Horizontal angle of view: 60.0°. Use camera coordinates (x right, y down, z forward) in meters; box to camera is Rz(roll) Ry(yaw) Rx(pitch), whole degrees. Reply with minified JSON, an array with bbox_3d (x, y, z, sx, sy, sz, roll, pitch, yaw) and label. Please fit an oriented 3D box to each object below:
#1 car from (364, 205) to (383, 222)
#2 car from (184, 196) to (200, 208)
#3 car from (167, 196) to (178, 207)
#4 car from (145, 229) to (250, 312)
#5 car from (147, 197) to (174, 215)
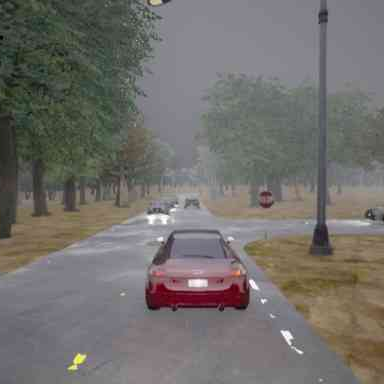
[{"bbox_3d":[13.895,1.330,22.252,4.181,1.385,1.994,-1,1,2],"label":"car"},{"bbox_3d":[-0.006,1.370,44.593,1.837,1.490,4.892,0,0,0],"label":"car"},{"bbox_3d":[-3.211,1.374,44.306,1.837,1.490,4.892,0,0,-1],"label":"car"},{"bbox_3d":[0.090,1.553,7.796,1.994,1.385,4.181,0,0,0],"label":"car"},{"bbox_3d":[-3.172,1.477,32.258,1.994,1.385,4.181,0,1,1],"label":"car"}]
